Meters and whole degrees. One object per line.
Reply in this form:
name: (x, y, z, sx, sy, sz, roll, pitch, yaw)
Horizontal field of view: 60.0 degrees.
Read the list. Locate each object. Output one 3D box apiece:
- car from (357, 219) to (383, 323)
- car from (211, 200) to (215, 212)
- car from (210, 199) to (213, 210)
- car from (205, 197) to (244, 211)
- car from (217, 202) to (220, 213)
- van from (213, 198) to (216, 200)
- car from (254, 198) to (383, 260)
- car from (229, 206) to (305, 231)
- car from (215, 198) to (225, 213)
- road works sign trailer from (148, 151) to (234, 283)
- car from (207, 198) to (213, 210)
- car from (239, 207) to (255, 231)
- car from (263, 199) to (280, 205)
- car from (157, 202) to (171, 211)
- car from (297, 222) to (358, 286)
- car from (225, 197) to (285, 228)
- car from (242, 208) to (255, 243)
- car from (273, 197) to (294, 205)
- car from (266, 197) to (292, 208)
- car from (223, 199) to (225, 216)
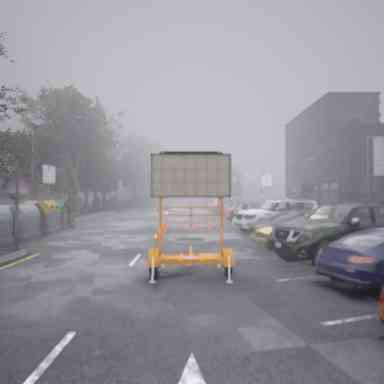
car: (5.335, 1.420, 5.339, 4.553, 1.767, 2.185, 1, 0, -20)
car: (5.245, 1.961, 38.361, 5.008, 1.535, 2.097, 1, -1, -20)
car: (5.235, 2.084, 44.363, 4.674, 1.452, 2.002, 1, -1, -20)
car: (5.206, 1.917, 53.400, 5.566, 2.045, 2.435, 1, -1, -20)
car: (5.268, 1.919, 32.350, 4.674, 1.452, 2.002, 1, -1, -20)
van: (5.353, 1.778, 41.410, 4.442, 1.987, 1.878, 1, -1, -20)
car: (5.284, 1.361, 11.314, 5.566, 2.045, 2.435, 1, 0, -20)
car: (5.255, 1.789, 23.327, 4.792, 1.488, 2.163, 1, 0, -20)
car: (5.294, 1.794, 35.360, 4.553, 1.767, 2.185, 1, -1, -20)
road works sign trailer: (-0.030, 0.577, 10.034, 2.380, 3.560, 2.880, 0, -1, 0)
car: (5.042, 2.079, 47.304, 5.366, 1.575, 1.946, 1, -1, -20)
car: (5.259, 1.714, 17.326, 4.792, 1.488, 2.163, 1, 0, -20)
car: (20.639, 2.670, 86.508, 2.163, 1.488, 4.792, 0, -2, -22)
car: (-4.247, 2.200, 51.226, 2.033, 1.411, 5.357, 0, -1, 0)
car: (5.294, 1.619, 8.333, 4.674, 1.452, 2.002, 1, -1, -20)
car: (5.262, 1.470, 20.330, 5.566, 2.045, 2.435, 1, 0, -20)
car: (5.117, 1.642, 14.268, 5.366, 1.575, 1.946, 1, 0, -20)
car: (23.662, 2.392, 86.606, 2.435, 2.045, 5.566, 0, -2, -22)
car: (18.109, 2.148, 69.442, 2.435, 2.045, 5.566, 0, 0, -22)
car: (5.241, 1.712, 29.344, 4.553, 1.767, 2.185, 1, -1, -20)
